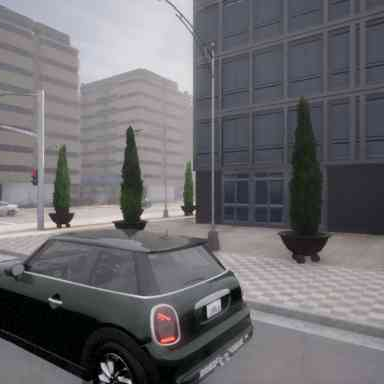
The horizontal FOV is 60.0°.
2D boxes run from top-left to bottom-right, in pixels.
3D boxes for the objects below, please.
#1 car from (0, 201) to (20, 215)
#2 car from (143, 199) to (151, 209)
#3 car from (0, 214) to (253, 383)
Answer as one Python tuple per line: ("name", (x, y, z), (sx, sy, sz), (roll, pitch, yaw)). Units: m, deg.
("car", (-18.091, 1.581, 30.050), (1.812, 1.442, 4.674), (0, 0, 33))
("car", (-7.610, 1.559, 45.173), (1.837, 1.490, 4.892), (0, 0, 35))
("car", (-1.477, 1.352, 5.047), (4.553, 1.767, 2.097), (0, 0, 35))
